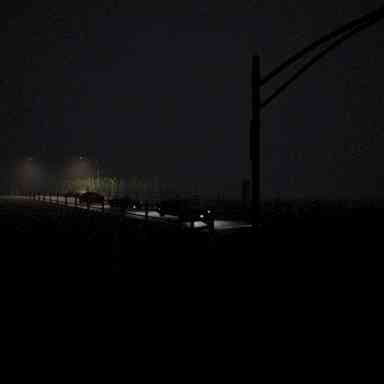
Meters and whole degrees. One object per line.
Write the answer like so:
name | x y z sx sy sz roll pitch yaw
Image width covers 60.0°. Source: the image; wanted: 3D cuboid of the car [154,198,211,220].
car | -0.854 1.180 24.355 2.033 1.411 5.357 0 1 -35

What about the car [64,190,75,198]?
car | -22.508 0.356 62.019 1.882 1.535 5.008 0 1 -35

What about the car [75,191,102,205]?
car | -12.444 0.744 41.067 1.882 1.535 5.008 0 1 -35

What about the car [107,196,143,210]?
car | -6.586 1.052 32.610 1.895 1.301 4.718 0 1 -35
